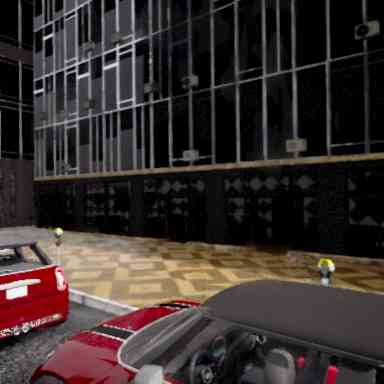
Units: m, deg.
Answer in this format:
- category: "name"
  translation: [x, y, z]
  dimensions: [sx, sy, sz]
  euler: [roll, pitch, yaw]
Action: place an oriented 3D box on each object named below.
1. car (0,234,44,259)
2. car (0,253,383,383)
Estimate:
- category: "car"
  translation: [-4.002, 1.412, 5.747]
  dimensions: [4.097, 1.590, 1.967]
  euler: [0, -1, 36]
- category: "car"
  translation: [0.539, 1.436, 2.509]
  dimensions: [4.097, 1.590, 1.967]
  euler: [0, -1, 36]
